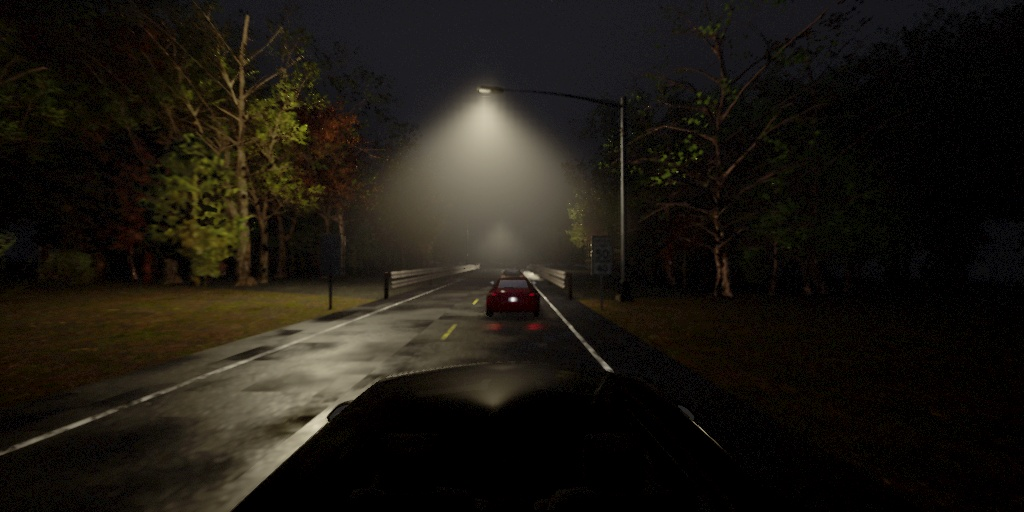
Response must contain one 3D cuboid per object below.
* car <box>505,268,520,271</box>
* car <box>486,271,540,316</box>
[{"bbox_3d":[0.054,1.687,29.373,1.994,1.385,4.181,0,-1,0],"label":"car"},{"bbox_3d":[0.049,1.484,14.326,1.994,1.385,4.181,0,-1,0],"label":"car"}]
